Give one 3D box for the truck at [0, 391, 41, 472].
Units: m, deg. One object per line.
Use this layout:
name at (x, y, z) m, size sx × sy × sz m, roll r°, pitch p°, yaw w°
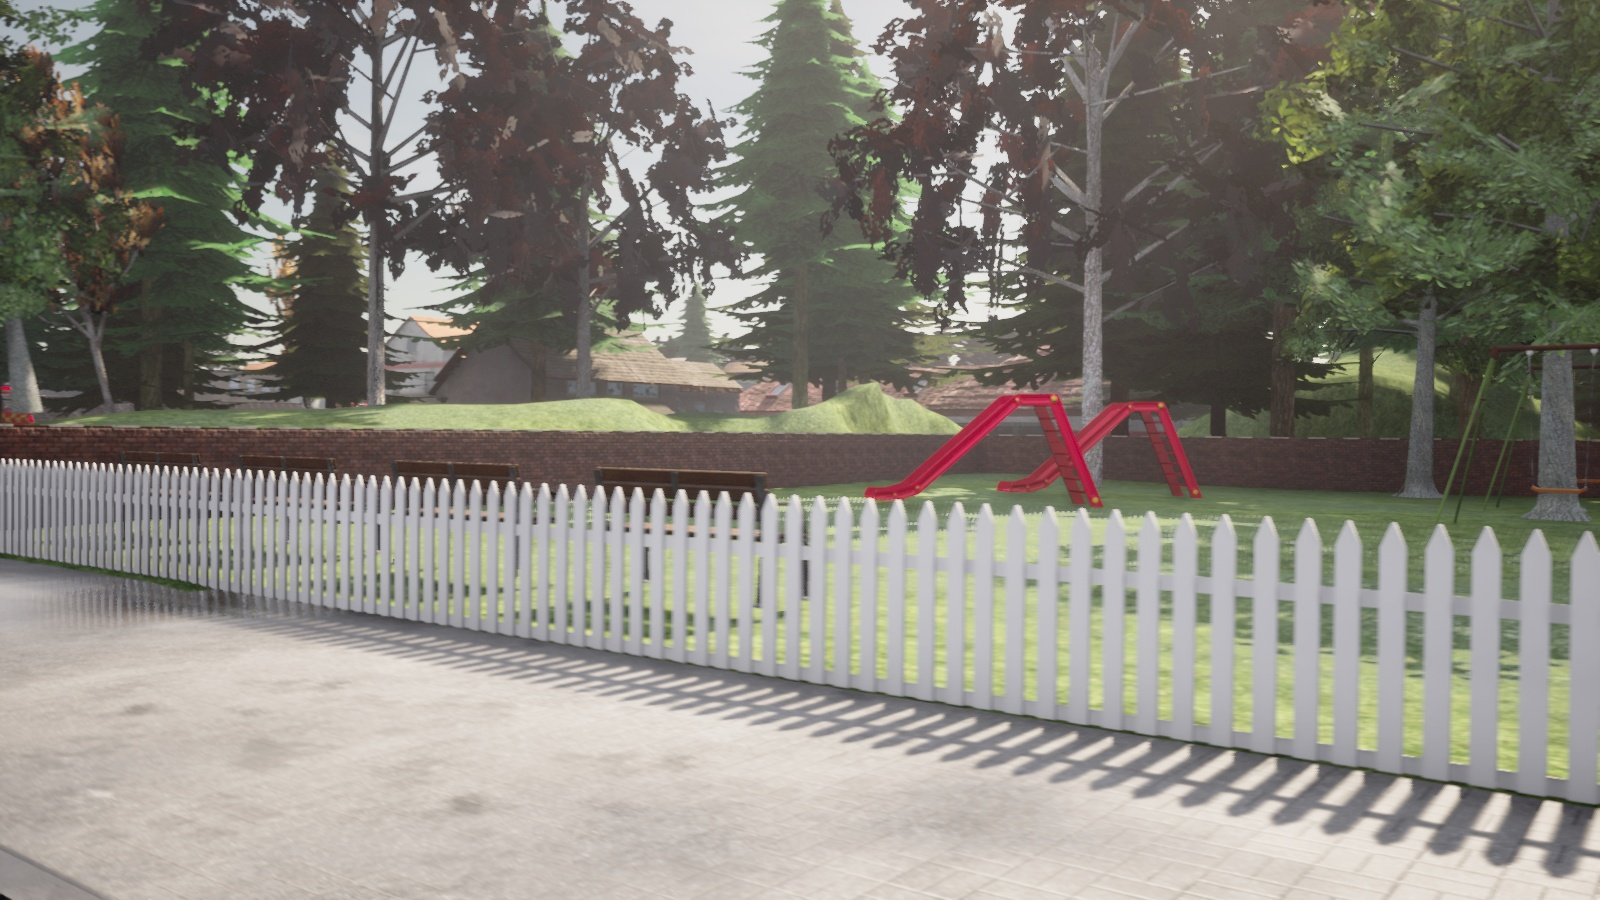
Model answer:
truck at (-40.361, -0.843, 58.124) m, size 2.891 × 3.827 × 8.468 m, roll 0°, pitch 1°, yaw 37°
